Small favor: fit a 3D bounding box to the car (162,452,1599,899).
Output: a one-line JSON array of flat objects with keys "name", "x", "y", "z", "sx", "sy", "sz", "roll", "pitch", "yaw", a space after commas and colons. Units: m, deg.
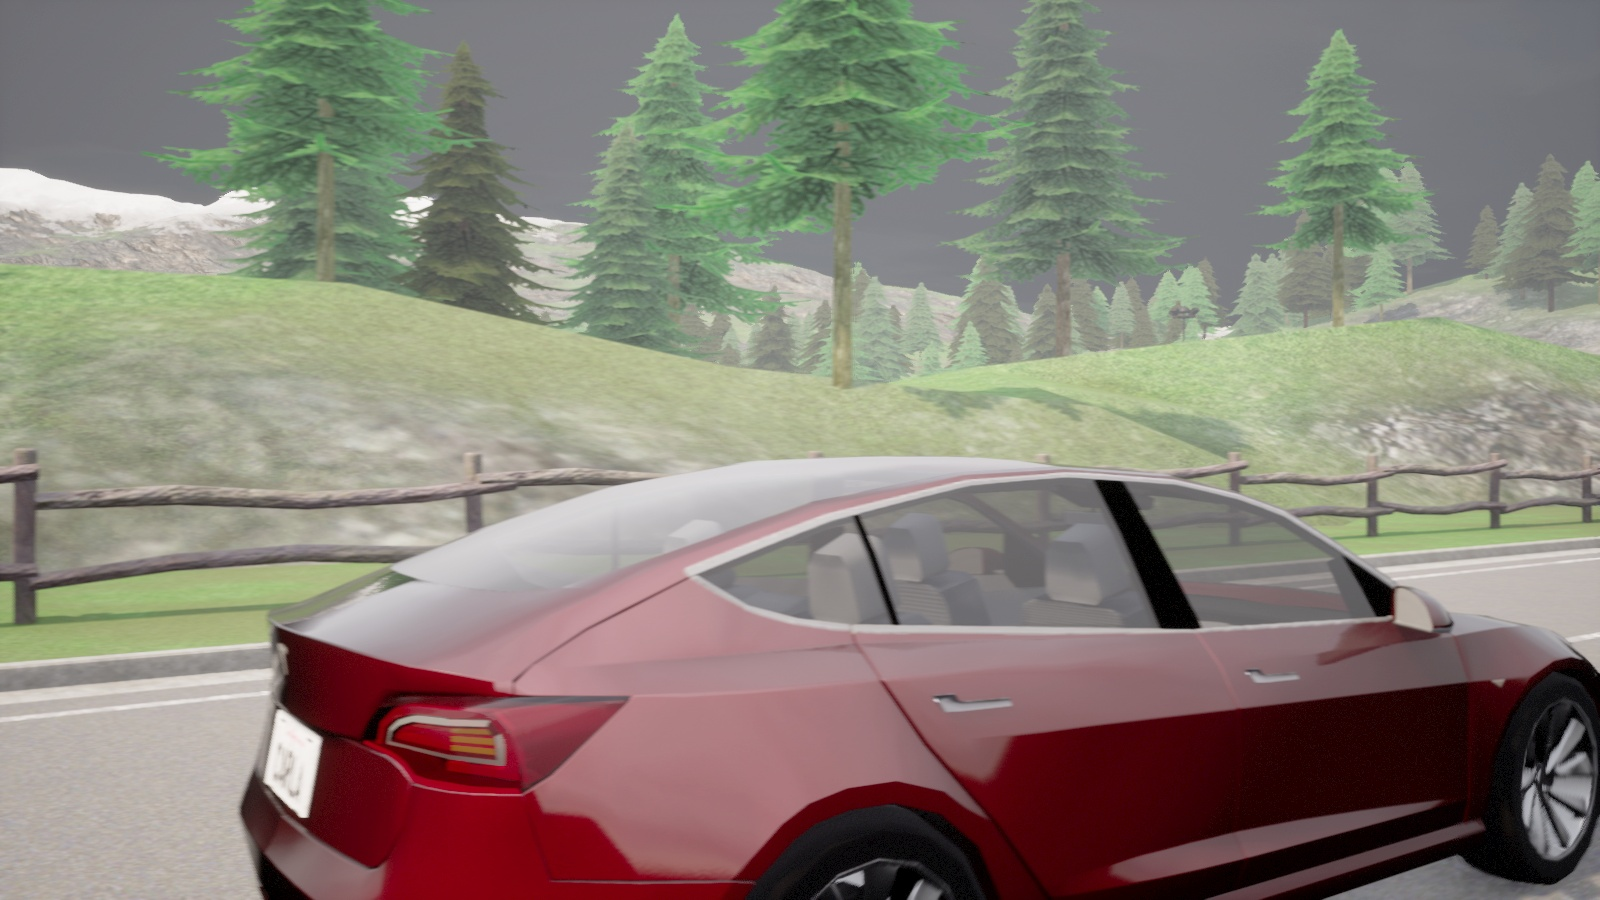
[{"name": "car", "x": 0.716, "y": 0.753, "z": 4.157, "sx": 4.792, "sy": 1.488, "sz": 2.163, "roll": 0, "pitch": 0, "yaw": -35}]
